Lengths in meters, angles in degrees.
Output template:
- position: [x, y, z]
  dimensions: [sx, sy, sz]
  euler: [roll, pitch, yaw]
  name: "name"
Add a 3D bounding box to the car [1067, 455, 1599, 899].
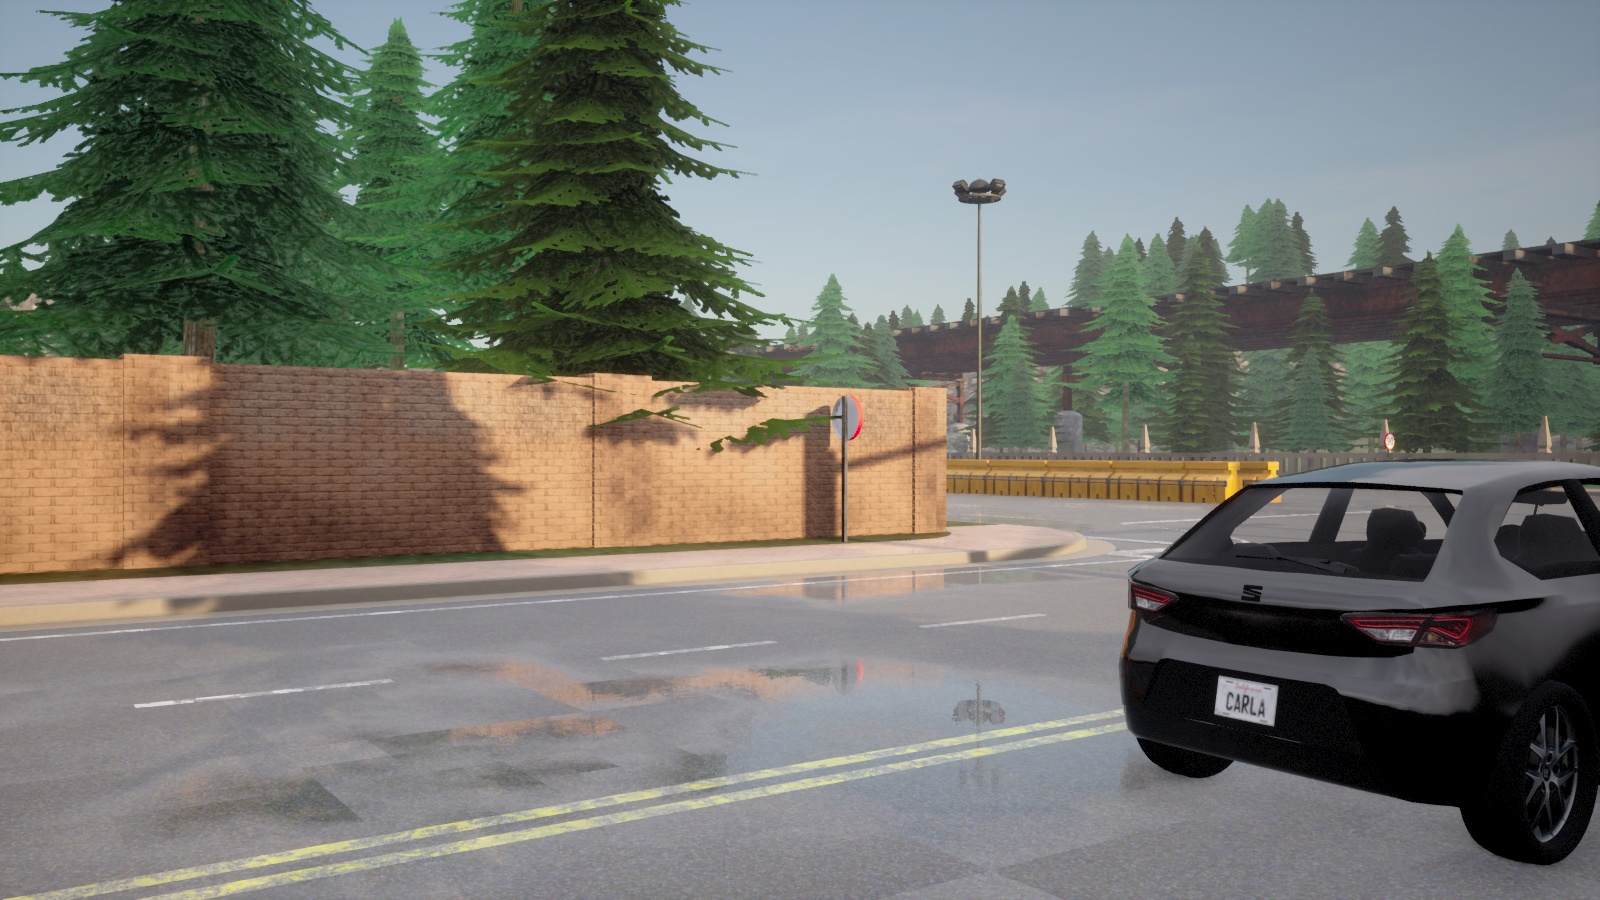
- position: [3.427, 0.766, 6.046]
  dimensions: [4.193, 1.474, 1.816]
  euler: [0, 0, -35]
  name: "car"
